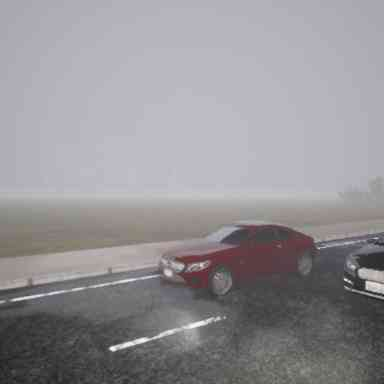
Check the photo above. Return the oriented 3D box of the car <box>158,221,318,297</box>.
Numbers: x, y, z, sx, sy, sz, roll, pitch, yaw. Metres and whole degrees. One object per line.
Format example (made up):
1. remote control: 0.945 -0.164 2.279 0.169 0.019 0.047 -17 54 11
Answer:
1. car: 1.376 1.509 8.654 4.674 1.442 1.812 0 0 -35

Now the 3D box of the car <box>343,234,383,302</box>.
1. car: 5.345 1.467 7.491 4.902 1.511 2.128 0 0 -35
